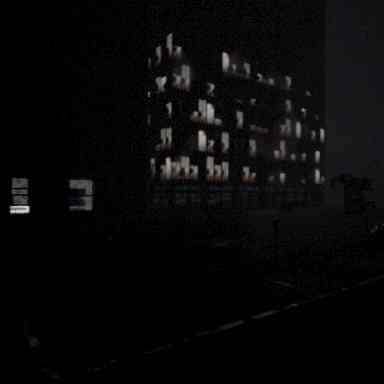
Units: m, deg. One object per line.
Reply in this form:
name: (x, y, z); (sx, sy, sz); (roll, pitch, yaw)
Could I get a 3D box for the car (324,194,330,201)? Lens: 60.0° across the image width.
car: (32.538, 1.293, 82.328); (1.967, 1.590, 4.097); (0, 0, -35)

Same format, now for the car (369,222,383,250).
car: (8.443, 1.370, 12.537); (4.097, 1.590, 1.967); (0, 1, -35)

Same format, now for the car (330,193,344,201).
car: (35.728, 1.142, 77.784); (2.192, 1.841, 5.009); (0, 0, -35)
